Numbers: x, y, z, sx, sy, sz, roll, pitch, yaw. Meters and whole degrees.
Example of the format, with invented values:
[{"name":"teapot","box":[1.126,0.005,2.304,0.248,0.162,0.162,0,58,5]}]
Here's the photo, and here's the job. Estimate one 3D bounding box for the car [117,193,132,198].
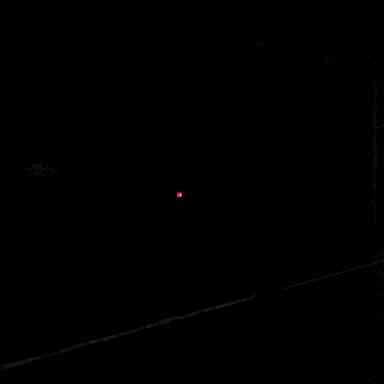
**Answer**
[{"name":"car","box":[-10.386,1.207,51.056,2.150,2.045,5.566,0,0,-37]}]
